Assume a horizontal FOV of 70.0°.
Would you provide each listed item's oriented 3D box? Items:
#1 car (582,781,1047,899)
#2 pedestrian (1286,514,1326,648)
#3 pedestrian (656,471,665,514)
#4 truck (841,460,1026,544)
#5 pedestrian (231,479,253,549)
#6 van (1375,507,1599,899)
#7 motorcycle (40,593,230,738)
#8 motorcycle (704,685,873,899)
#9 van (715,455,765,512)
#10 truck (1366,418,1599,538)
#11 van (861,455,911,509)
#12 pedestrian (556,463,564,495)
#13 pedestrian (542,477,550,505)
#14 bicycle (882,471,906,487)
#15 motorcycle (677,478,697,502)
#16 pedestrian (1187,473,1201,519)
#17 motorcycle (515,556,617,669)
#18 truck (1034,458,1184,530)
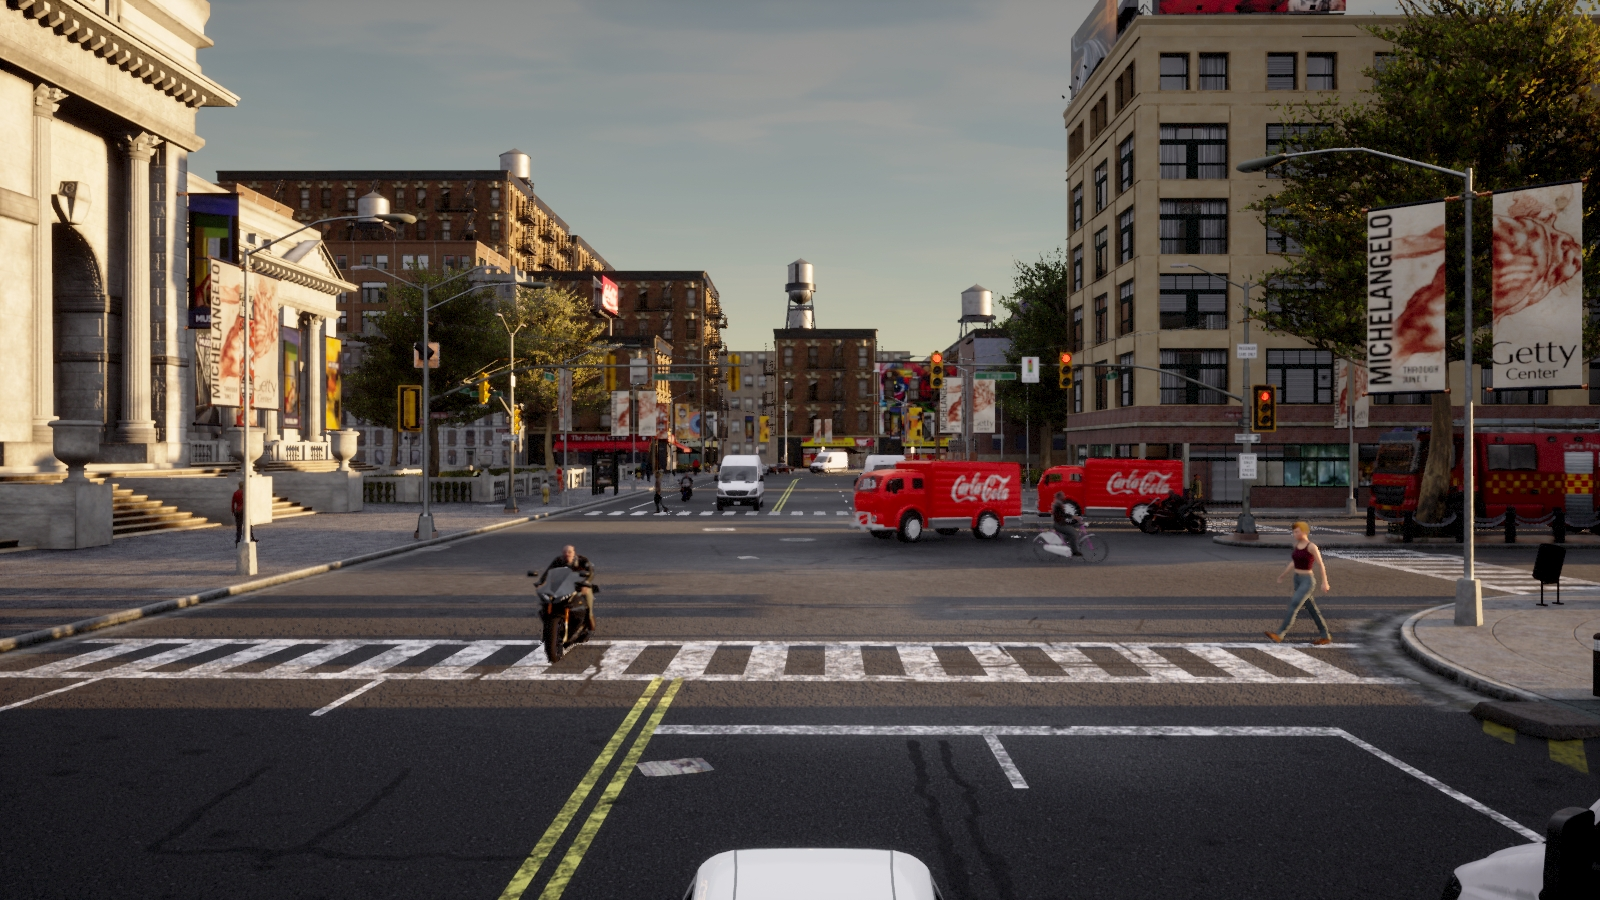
[{"bbox_3d":[0.047,2.120,3.817,1.481,1.376,2.207,0,0,0],"label":"car"},{"bbox_3d":[7.202,1.849,16.259,0.375,1.860,0.375,0,0,-7],"label":"pedestrian"},{"bbox_3d":[-6.056,1.848,49.572,0.375,1.860,0.375,0,0,0],"label":"pedestrian"},{"bbox_3d":[4.207,1.578,35.903,5.204,2.467,2.627,1,-1,-28],"label":"truck"},{"bbox_3d":[-14.883,1.696,30.475,0.375,1.860,0.375,0,0,6],"label":"pedestrian"},{"bbox_3d":[3.538,1.534,2.141,1.988,2.561,5.915,0,0,1],"label":"van"},{"bbox_3d":[-6.940,2.213,12.072,0.803,1.145,2.033,0,0,1],"label":"motorcycle"},{"bbox_3d":[-0.047,2.182,6.691,0.856,1.236,1.805,0,0,1],"label":"motorcycle"},{"bbox_3d":[-2.815,1.534,54.792,1.988,2.561,5.915,0,0,1],"label":"van"},{"bbox_3d":[23.805,0.891,38.071,8.468,3.827,2.891,0,0,1],"label":"truck"},{"bbox_3d":[4.262,1.534,57.707,1.988,2.561,5.915,0,0,-1],"label":"van"},{"bbox_3d":[-14.183,1.697,67.495,0.375,1.860,0.375,0,0,12],"label":"pedestrian"},{"bbox_3d":[-12.272,1.976,55.132,0.375,1.300,0.375,0,0,-11],"label":"pedestrian"},{"bbox_3d":[7.076,2.210,86.098,1.835,1.171,0.329,0,-2,26],"label":"bicycle"},{"bbox_3d":[-6.217,2.205,62.895,0.867,1.251,2.209,0,0,1],"label":"motorcycle"},{"bbox_3d":[15.921,1.843,46.136,0.375,1.860,0.375,0,0,-17],"label":"pedestrian"},{"bbox_3d":[-3.201,2.205,15.875,0.867,1.251,2.209,0,0,3],"label":"motorcycle"},{"bbox_3d":[11.463,1.577,42.538,5.204,2.467,2.627,1,0,15],"label":"truck"}]
